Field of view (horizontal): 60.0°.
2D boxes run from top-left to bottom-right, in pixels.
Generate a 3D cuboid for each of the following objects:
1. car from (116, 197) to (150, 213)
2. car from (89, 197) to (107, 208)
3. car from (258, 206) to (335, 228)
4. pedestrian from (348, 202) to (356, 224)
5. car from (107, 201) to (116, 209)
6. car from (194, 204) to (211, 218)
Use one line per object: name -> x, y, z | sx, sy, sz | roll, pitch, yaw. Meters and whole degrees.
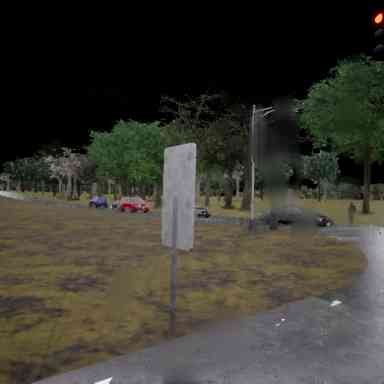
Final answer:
car -> -7.652, 1.678, 43.991 | 2.150, 2.045, 5.566 | 3, -2, -35
car -> -18.385, 1.964, 65.212 | 2.150, 2.045, 5.566 | 3, -2, -36
car -> 7.160, 1.715, 23.374 | 2.033, 1.411, 5.357 | 3, -2, -36
pedestrian -> 13.340, 1.718, 27.808 | 0.375, 1.860, 0.375 | 2, -1, -36
car -> -12.295, 2.189, 56.733 | 1.837, 1.490, 4.892 | 3, -2, -36
car -> 0.059, 1.892, 33.236 | 1.994, 1.385, 4.181 | 3, -2, -36
